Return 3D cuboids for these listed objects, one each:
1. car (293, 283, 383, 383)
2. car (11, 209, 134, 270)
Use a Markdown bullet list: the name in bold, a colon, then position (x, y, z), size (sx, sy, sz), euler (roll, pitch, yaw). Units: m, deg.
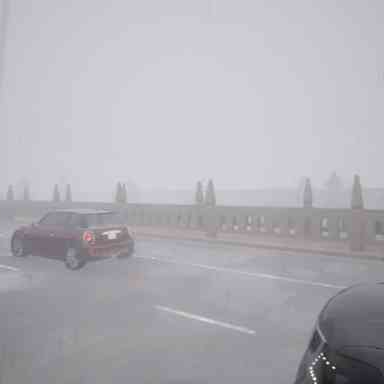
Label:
- **car**: position (3.383, 1.222, 1.577), size (5.566, 2.045, 2.150), euler (0, 0, 36)
- **car**: position (-4.128, 1.354, 11.235), size (4.553, 1.767, 2.097), euler (0, 0, 35)
